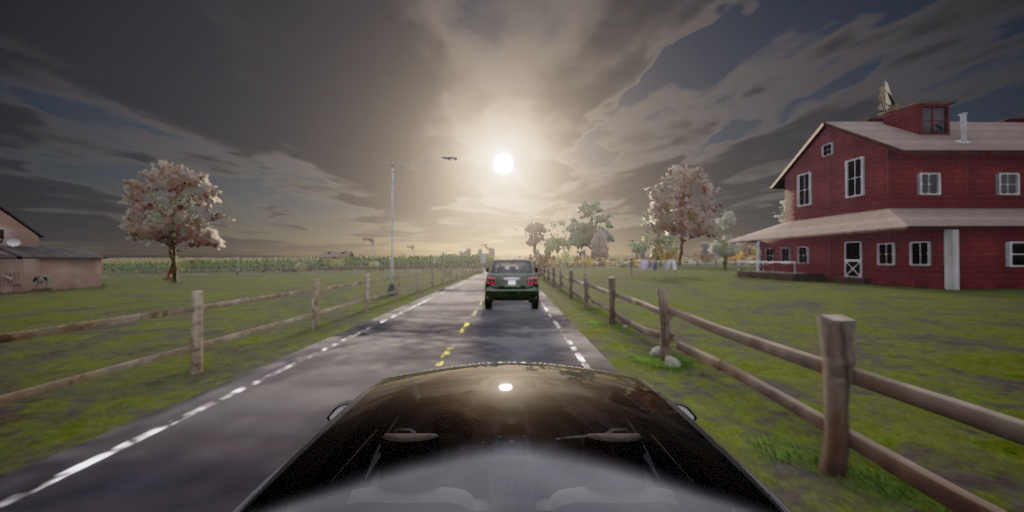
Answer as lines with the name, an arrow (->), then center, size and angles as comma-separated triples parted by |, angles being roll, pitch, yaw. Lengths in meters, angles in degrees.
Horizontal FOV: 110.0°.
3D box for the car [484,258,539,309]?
car -> -0.005, 1.104, 15.891 | 2.150, 2.045, 5.566 | 0, 0, 0
